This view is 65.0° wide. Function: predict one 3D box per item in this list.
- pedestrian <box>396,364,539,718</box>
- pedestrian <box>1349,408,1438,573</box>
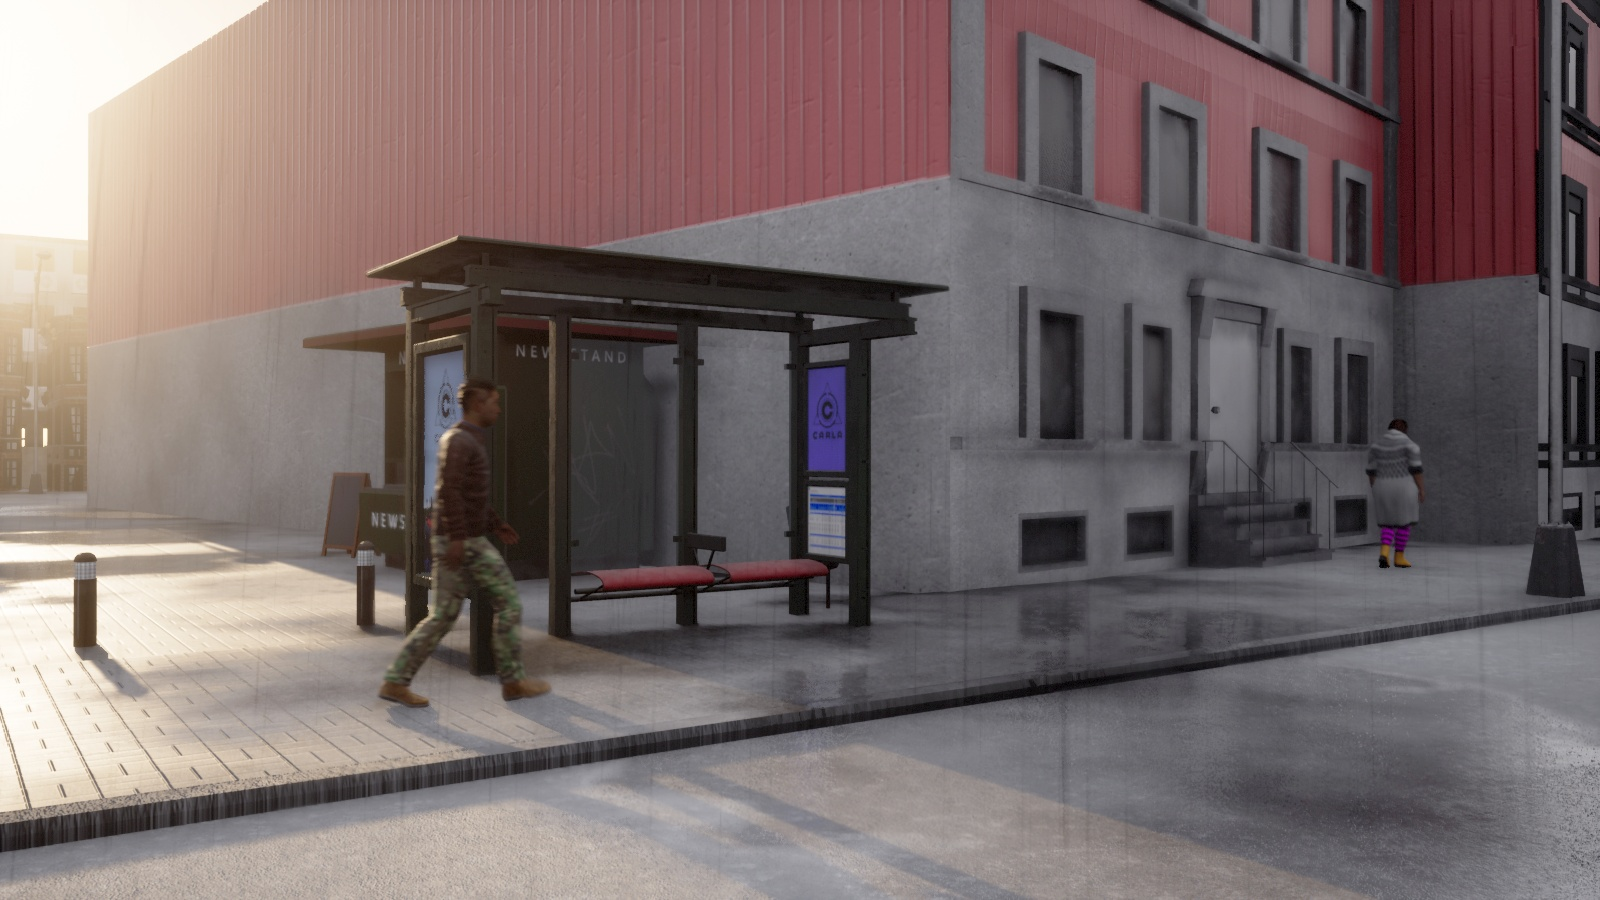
[{"bbox_3d":[-1.824,0.475,6.868,0.703,1.840,0.431,0,0,-22],"label":"pedestrian"},{"bbox_3d":[7.242,0.477,15.320,0.873,1.952,0.659,0,0,-40],"label":"pedestrian"}]
